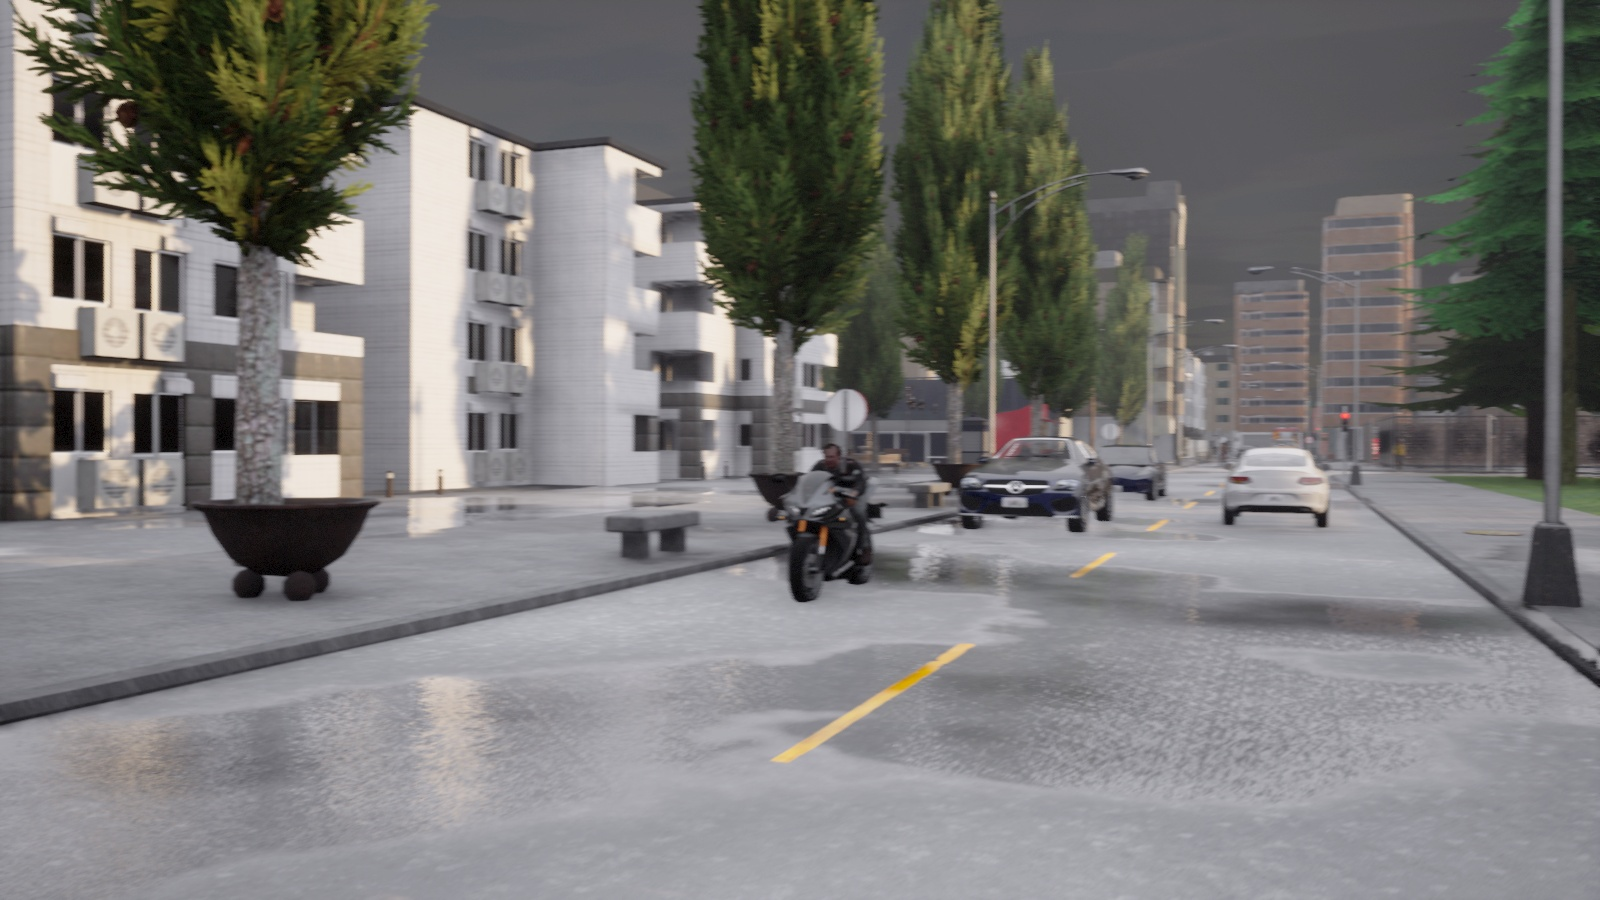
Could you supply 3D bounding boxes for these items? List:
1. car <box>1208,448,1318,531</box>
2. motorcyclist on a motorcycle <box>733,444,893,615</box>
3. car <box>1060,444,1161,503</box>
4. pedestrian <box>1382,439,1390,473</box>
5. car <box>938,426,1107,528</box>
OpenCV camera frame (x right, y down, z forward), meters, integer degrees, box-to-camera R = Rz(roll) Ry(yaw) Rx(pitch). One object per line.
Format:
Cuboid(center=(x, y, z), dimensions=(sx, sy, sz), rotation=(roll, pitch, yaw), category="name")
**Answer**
Cuboid(center=(9.016, 0.684, 24.432), dimensions=(1.812, 1.442, 4.674), rotation=(0, 0, 21), category="car")
Cuboid(center=(0.183, 0.710, 12.421), dimensions=(0.866, 1.530, 2.191), rotation=(0, 0, 21), category="motorcyclist on a motorcycle")
Cuboid(center=(8.703, 0.596, 34.888), dimensions=(2.163, 1.488, 4.792), rotation=(0, 0, 21), category="car")
Cuboid(center=(32.240, 0.328, 69.100), dimensions=(0.370, 1.835, 0.726), rotation=(0, 0, 21), category="pedestrian")
Cuboid(center=(4.213, 0.416, 23.045), dimensions=(2.152, 1.651, 5.027), rotation=(0, 0, 21), category="car")
